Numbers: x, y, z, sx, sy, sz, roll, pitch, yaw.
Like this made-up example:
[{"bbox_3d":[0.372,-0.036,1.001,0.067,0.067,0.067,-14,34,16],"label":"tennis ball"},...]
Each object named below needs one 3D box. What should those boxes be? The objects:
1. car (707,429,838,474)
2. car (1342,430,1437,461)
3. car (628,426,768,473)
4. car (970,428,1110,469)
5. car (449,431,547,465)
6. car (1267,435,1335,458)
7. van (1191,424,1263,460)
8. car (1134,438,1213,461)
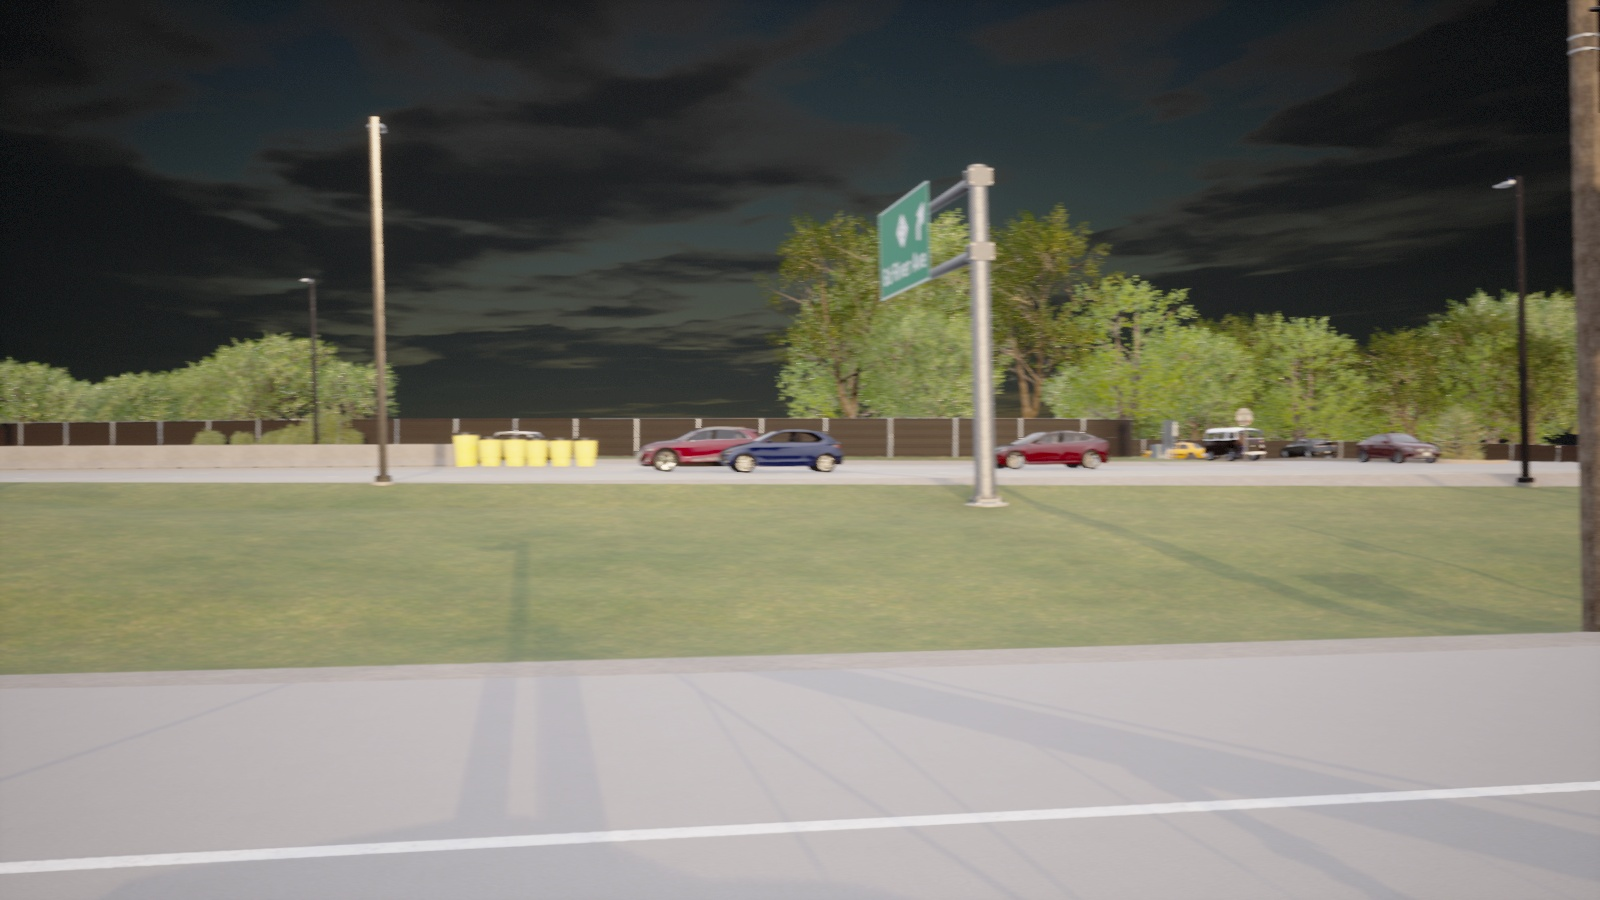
[{"bbox_3d":[-0.968,0.036,42.530,4.193,1.474,1.816,0,0,-11],"label":"car"},{"bbox_3d":[28.353,-0.214,60.553,1.812,1.442,4.674,0,0,-9],"label":"car"},{"bbox_3d":[-3.740,-0.026,45.569,4.856,1.649,2.033,0,0,-11],"label":"car"},{"bbox_3d":[9.123,-0.051,47.997,4.792,1.488,2.163,0,0,-11],"label":"car"},{"bbox_3d":[-13.616,-0.094,56.664,3.806,1.475,1.970,0,1,11],"label":"car"},{"bbox_3d":[34.929,-0.240,87.764,2.128,1.511,4.902,-2,0,-10],"label":"car"},{"bbox_3d":[25.529,-0.439,75.232,2.069,2.038,4.480,-1,-1,-11],"label":"van"},{"bbox_3d":[28.182,-0.035,94.884,5.366,1.575,1.801,-1,1,36],"label":"car"}]
